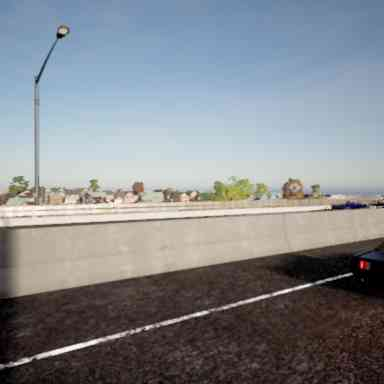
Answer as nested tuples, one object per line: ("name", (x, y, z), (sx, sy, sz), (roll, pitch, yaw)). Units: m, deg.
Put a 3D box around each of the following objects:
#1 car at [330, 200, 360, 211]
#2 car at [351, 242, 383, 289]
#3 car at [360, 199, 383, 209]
("car", (17.806, 1.589, 37.670), (4.718, 1.301, 1.895), (0, 0, -34))
("car", (5.883, 1.593, 7.895), (4.718, 1.301, 1.895), (0, 0, -35))
("car", (20.362, 1.483, 35.171), (4.902, 1.511, 2.128), (0, 0, -34))
